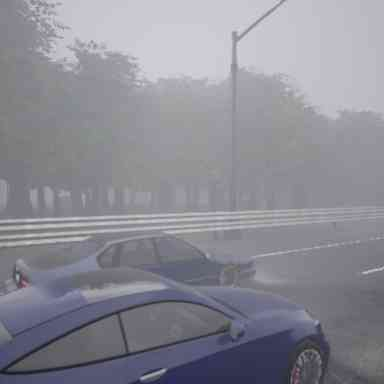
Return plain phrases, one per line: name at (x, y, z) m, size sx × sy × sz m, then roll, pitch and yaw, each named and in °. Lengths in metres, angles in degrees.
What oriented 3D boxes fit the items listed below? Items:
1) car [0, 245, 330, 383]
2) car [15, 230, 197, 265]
car at (-0.568, 1.537, 3.341) m, size 4.674 × 1.442 × 1.812 m, roll 0°, pitch 0°, yaw -35°
car at (-1.017, 1.575, 7.320) m, size 5.357 × 1.411 × 2.033 m, roll 1°, pitch 0°, yaw -35°
